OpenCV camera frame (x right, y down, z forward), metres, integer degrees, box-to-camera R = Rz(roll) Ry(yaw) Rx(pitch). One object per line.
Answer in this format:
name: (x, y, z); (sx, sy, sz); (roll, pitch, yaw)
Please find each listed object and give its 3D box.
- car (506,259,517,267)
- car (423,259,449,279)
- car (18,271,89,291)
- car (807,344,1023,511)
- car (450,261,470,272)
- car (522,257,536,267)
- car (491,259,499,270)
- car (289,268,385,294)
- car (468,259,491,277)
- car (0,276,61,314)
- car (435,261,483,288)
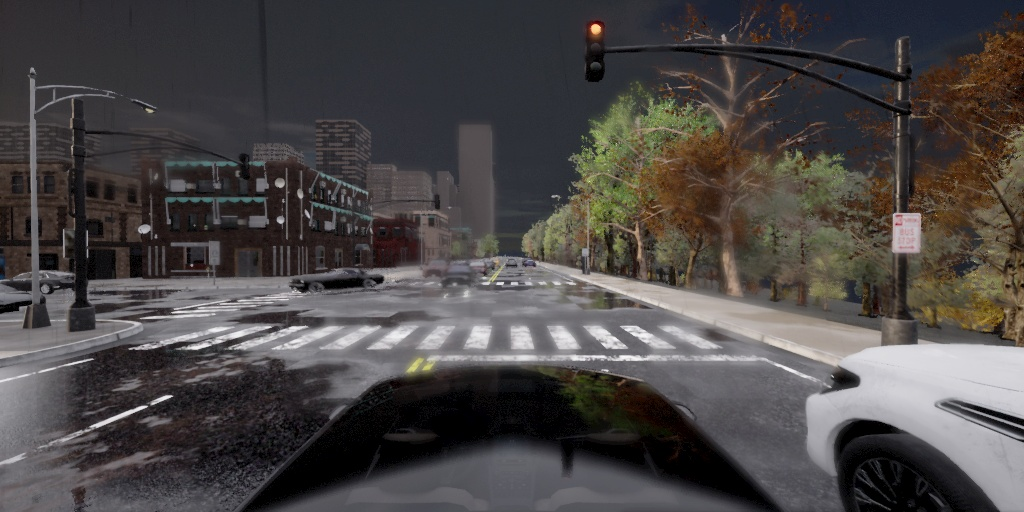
car: (-0.030, 1.290, 64.091); (1.994, 1.385, 4.181); (0, 0, 0)
car: (-6.657, 1.092, 32.692); (2.097, 1.767, 4.553); (0, 0, 0)
car: (-28.318, 1.560, 21.612); (4.403, 1.370, 2.007); (0, 0, 0)
car: (3.356, 0.972, 0.357); (2.150, 2.045, 5.566); (0, 0, 0)
car: (-6.680, 1.335, 46.288); (1.895, 1.301, 4.718); (0, 0, 0)
car: (3.227, 1.252, 64.060); (1.812, 1.442, 4.674); (0, 0, 0)
car: (-3.435, 1.224, 51.370); (2.128, 1.511, 4.902); (0, 0, 0)
car: (-9.870, 1.372, 20.456); (1.895, 1.301, 4.718); (-1, 0, 41)
car: (-3.415, 1.264, 36.239); (1.812, 1.442, 4.674); (0, 0, 0)
car: (-19.969, 1.565, 13.115); (4.313, 1.339, 1.948); (0, 0, 0)
car: (-3.382, 1.292, 23.857); (2.033, 1.411, 5.357); (0, 0, 0)
